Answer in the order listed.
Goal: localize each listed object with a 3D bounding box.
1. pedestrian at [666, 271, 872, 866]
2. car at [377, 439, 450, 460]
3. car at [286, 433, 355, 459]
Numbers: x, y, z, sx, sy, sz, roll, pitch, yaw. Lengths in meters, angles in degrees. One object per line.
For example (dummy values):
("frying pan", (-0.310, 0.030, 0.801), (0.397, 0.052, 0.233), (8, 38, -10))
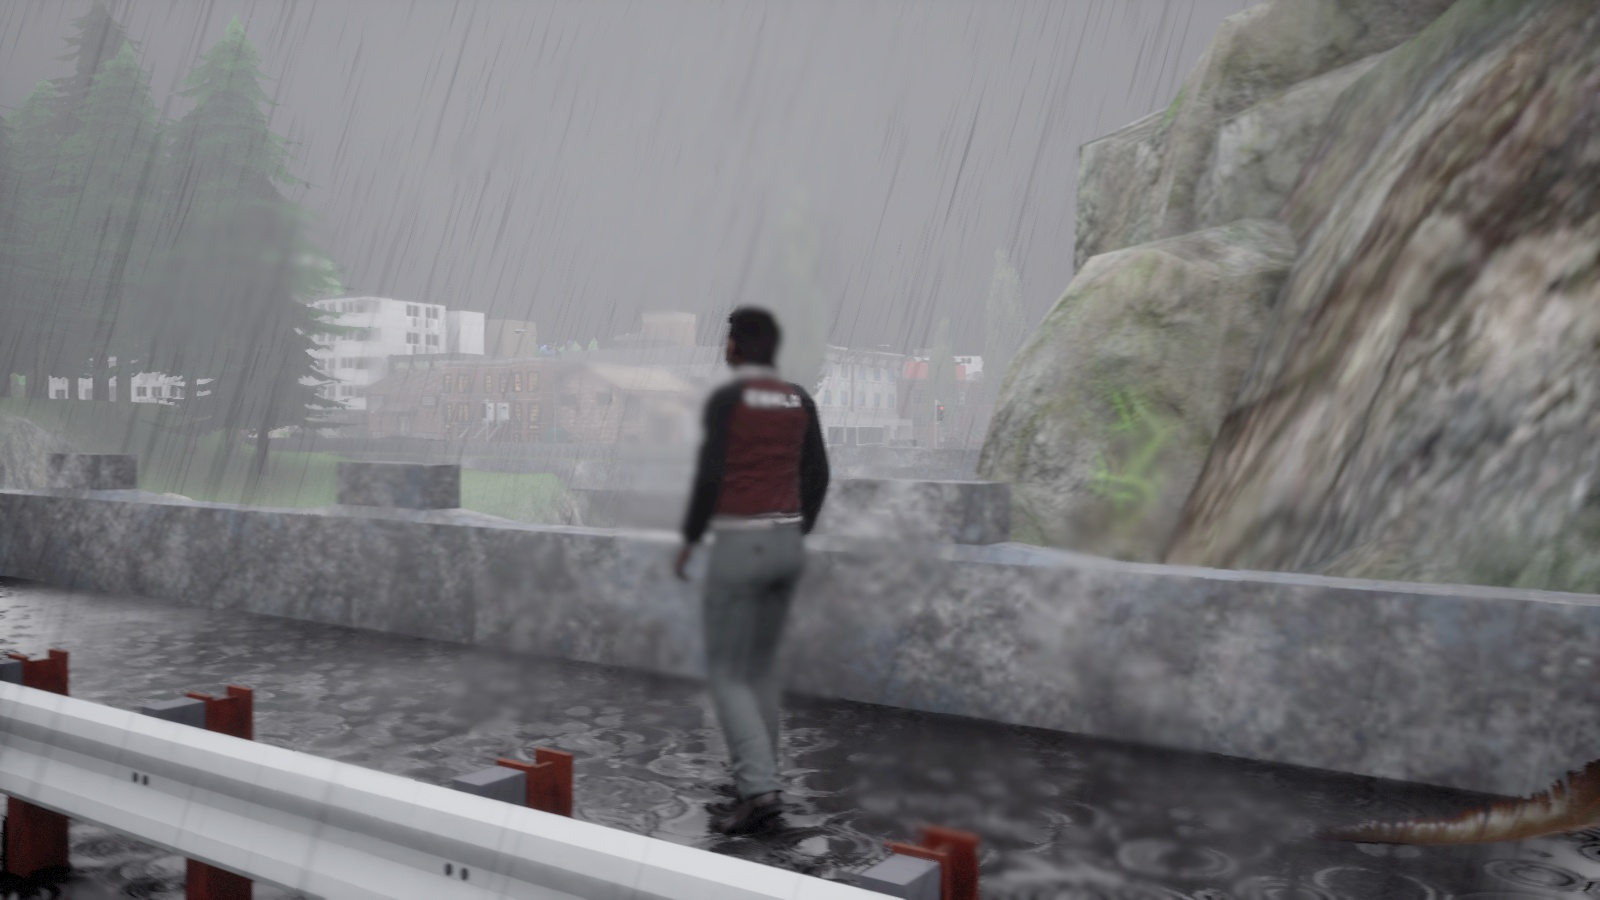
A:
("pedestrian", (-0.122, 0.382, 4.453), (0.402, 1.930, 0.666), (-1, 1, -36))
("car", (-24.664, -0.038, 80.111), (4.718, 1.301, 1.895), (0, 1, 34))
("car", (-32.610, -0.280, 85.397), (4.553, 1.767, 2.097), (0, 1, 34))
